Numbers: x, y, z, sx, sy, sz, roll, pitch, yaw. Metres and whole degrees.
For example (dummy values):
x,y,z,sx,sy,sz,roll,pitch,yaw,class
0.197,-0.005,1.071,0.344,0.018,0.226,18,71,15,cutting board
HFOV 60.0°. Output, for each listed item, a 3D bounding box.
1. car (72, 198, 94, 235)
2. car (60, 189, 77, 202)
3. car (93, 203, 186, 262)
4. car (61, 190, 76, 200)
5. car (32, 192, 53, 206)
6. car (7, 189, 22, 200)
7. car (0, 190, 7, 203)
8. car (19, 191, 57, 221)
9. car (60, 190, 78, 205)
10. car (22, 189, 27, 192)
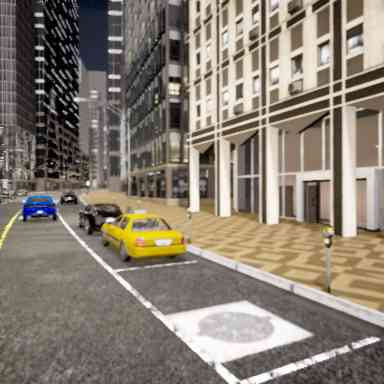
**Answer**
x,y,z,sx,sy,sz,roll,pitch,yaw,class
-4.367,1.182,16.086,1.947,1.339,4.313,1,1,-26,car
-15.806,0.422,42.510,1.967,1.590,4.097,1,1,-20,car
-1.819,1.268,11.014,1.752,1.417,4.829,1,1,-27,car
-17.754,0.403,47.807,1.887,1.381,4.507,1,1,-19,car
-15.944,0.734,35.639,1.895,1.301,4.718,0,1,-21,car
-26.155,0.394,47.528,2.008,1.369,4.403,1,1,-19,car
-22.316,0.607,37.088,1.752,1.417,4.829,1,1,-21,car
-9.835,0.947,21.525,1.882,1.535,5.008,0,2,-25,car
-13.750,0.672,37.211,1.947,1.339,4.313,1,1,-22,car
-29.526,0.166,57.803,2.008,1.369,4.403,1,1,-17,car
